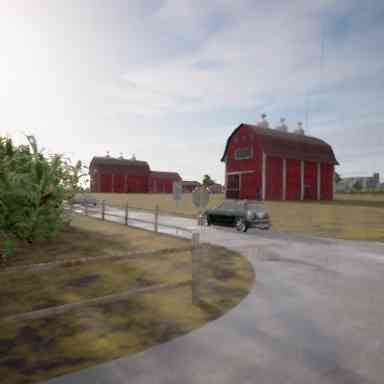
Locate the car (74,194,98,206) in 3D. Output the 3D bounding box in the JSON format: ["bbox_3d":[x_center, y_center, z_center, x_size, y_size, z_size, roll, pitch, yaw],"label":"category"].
[{"bbox_3d":[-13.684,0.969,42.549,2.033,1.411,5.357,2,0,-35],"label":"car"}]

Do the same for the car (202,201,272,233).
[{"bbox_3d":[2.451,1.305,19.711,2.097,1.767,4.553,2,0,-38],"label":"car"}]
